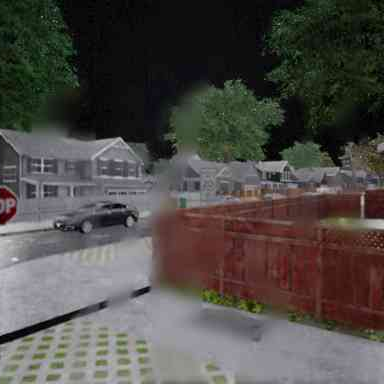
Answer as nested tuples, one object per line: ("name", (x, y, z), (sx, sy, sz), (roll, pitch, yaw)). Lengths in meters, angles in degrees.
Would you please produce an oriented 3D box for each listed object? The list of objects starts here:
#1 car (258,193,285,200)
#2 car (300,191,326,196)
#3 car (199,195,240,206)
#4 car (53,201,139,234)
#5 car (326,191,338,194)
("car", (9.235, 0.865, 38.052), (2.033, 1.411, 5.357), (0, 1, 35))
("car", (14.294, 0.746, 40.265), (1.837, 1.490, 4.892), (0, 1, 35))
("car", (2.429, 1.025, 28.332), (2.128, 1.511, 4.902), (0, 1, 35))
("car", (-4.960, 1.265, 17.776), (1.837, 1.490, 4.892), (0, 2, 35))
("car", (20.107, 0.548, 48.669), (2.128, 1.511, 4.902), (0, 1, 35))
